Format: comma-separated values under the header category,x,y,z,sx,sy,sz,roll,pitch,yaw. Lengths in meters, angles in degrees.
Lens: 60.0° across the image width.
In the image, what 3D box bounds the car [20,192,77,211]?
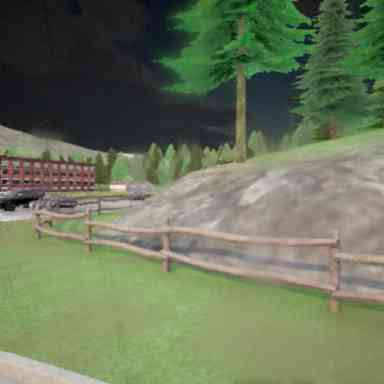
category,x,y,z,sx,sy,sz,roll,pitch,yaw
car,-13.203,1.013,31.669,2.128,1.511,4.902,0,1,25

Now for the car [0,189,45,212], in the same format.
category,x,y,z,sx,sy,sz,roll,pitch,yaw
car,-16.744,0.731,32.373,2.150,2.045,5.566,0,1,25

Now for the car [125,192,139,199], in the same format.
category,x,y,z,sx,sy,sz,roll,pitch,yaw
car,-9.446,0.719,55.589,1.994,1.385,4.181,0,1,26

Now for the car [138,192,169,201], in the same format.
category,x,y,z,sx,sy,sz,roll,pitch,yaw
car,-6.230,0.774,54.194,1.895,1.301,4.718,0,1,26
